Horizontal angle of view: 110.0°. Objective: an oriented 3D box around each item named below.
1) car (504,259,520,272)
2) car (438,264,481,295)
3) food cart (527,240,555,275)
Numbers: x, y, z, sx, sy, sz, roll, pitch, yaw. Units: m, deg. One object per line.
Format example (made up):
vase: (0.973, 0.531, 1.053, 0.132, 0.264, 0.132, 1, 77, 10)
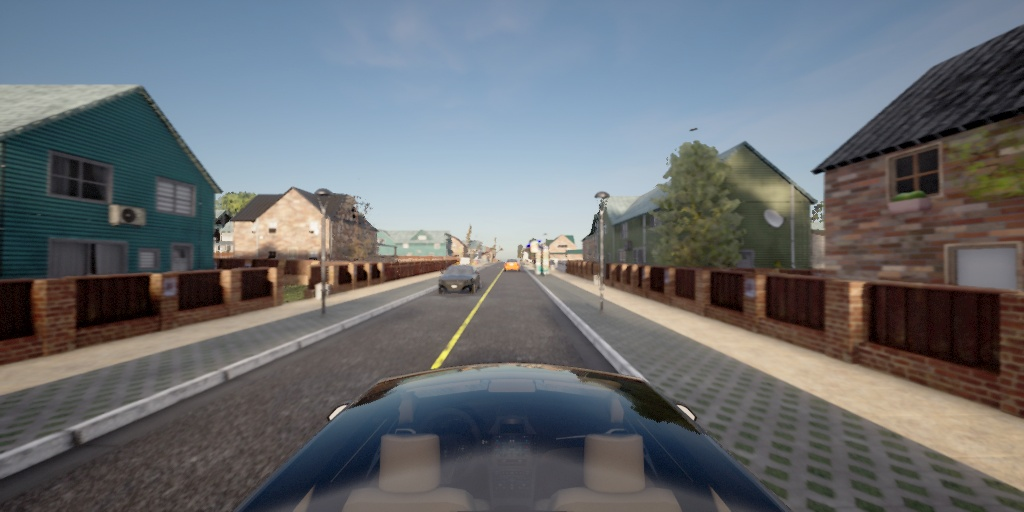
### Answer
car: (0.024, 1.148, 47.768, 2.097, 1.767, 4.553, 0, 0, 0)
car: (-2.843, 1.233, 20.131, 1.882, 1.535, 5.008, 0, 0, 0)
food cart: (3.017, 0.240, 37.060, 2.280, 3.560, 4.660, 0, 0, 0)
